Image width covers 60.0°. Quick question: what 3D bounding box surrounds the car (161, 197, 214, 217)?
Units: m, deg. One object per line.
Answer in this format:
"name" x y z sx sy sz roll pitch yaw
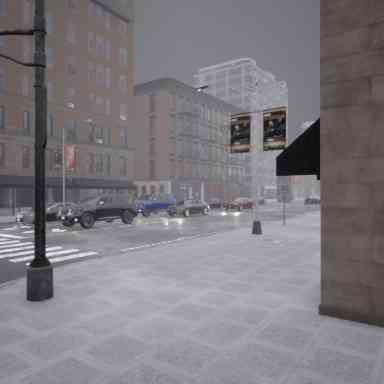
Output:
"car" -0.280 1.402 29.962 1.837 1.490 4.892 0 0 35

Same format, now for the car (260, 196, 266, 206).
"car" 9.260 1.292 48.933 1.882 1.535 5.008 0 0 36

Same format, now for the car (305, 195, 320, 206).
"car" 18.801 1.248 50.918 1.882 1.535 5.008 0 0 35

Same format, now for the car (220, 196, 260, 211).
"car" 5.565 1.332 38.191 1.882 1.535 5.008 0 0 35

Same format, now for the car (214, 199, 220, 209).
"car" 2.076 1.468 38.895 1.895 1.301 4.718 0 0 35

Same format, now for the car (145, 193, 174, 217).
"car" -3.702 1.131 30.750 2.150 2.045 5.566 0 0 35

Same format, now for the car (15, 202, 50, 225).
"car" -9.398 1.442 22.714 2.128 1.511 4.902 0 0 35

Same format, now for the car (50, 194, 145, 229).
"car" -6.014 1.161 21.868 2.150 2.045 5.566 0 0 35
